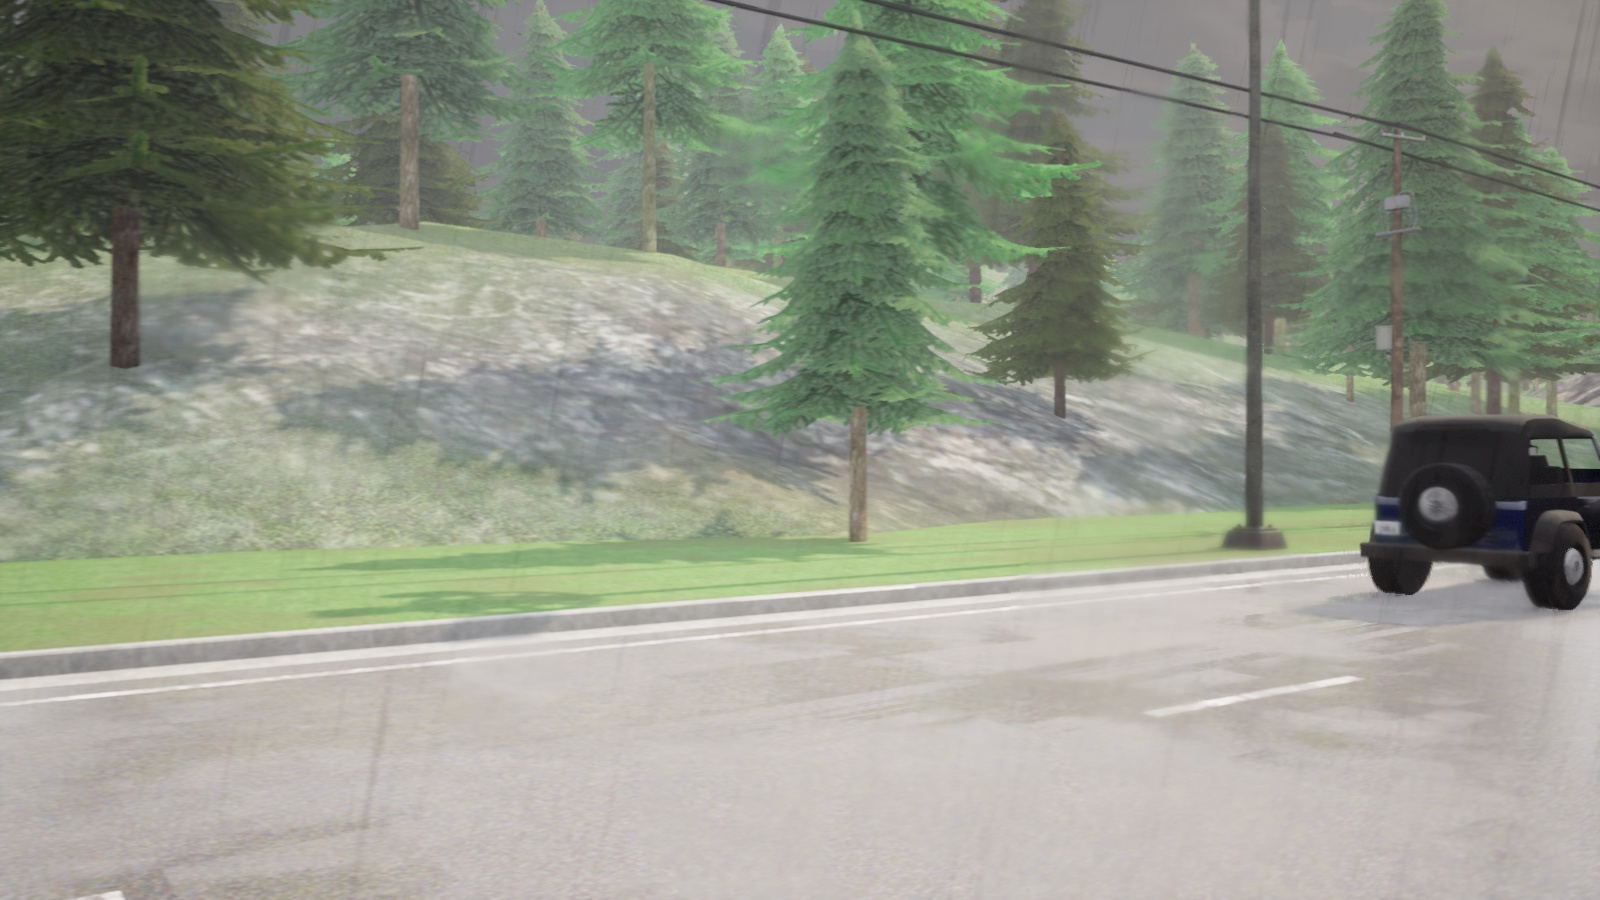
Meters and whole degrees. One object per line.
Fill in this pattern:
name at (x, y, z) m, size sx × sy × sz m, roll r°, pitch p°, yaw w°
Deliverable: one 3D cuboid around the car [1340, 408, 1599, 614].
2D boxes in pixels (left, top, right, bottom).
car at (7.712, 0.557, 13.291) m, size 3.866 × 1.878 × 1.905 m, roll 0°, pitch 0°, yaw -35°
